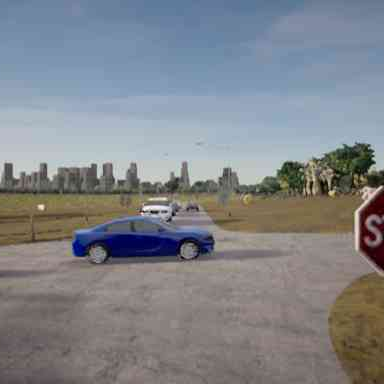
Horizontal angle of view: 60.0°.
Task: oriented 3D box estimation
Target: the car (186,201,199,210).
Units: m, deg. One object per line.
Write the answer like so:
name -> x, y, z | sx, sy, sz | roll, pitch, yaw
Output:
car -> 0.105, 2.174, 52.256 | 2.033, 1.411, 5.357 | 0, -1, 0

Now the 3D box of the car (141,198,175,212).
car -> -2.841, 1.538, 27.731 | 2.150, 2.045, 5.566 | 0, -1, 0

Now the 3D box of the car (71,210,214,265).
car -> -1.715, 1.618, 11.984 | 5.008, 1.535, 1.882 | -2, -1, 0

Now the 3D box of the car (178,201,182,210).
car -> -2.823, 2.107, 47.355 | 2.033, 1.411, 5.357 | 0, -1, 0

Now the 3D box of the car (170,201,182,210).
car -> -2.753, 2.230, 57.657 | 1.812, 1.442, 4.674 | 0, -1, 0

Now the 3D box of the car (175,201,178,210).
car -> -2.836, 1.958, 37.526 | 1.812, 1.442, 4.674 | 0, -1, 0
